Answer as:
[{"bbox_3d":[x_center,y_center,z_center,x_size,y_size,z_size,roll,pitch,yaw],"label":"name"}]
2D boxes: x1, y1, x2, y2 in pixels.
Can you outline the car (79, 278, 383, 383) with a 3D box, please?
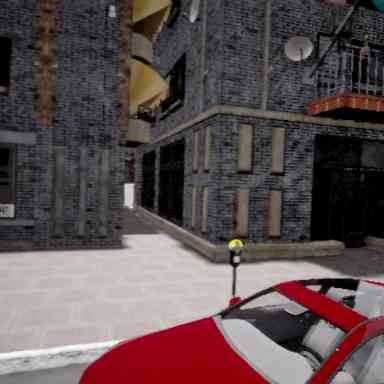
[{"bbox_3d":[1.175,1.514,2.917,4.206,1.307,1.802,1,2,-18],"label":"car"}]
